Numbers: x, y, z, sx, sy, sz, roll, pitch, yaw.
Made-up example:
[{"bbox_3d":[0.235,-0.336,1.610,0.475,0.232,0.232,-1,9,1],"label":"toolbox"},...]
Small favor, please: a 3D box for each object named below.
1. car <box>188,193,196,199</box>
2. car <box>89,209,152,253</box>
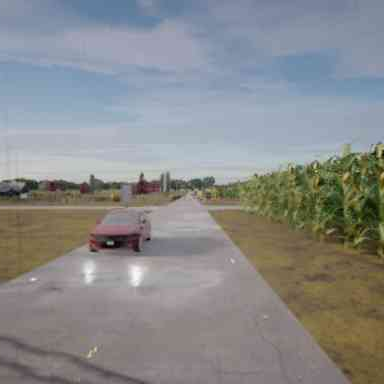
[{"bbox_3d":[-0.020,1.351,92.207,2.150,2.045,5.566,0,0,0],"label":"car"},{"bbox_3d":[-2.852,1.519,14.131,1.882,1.535,5.008,0,0,0],"label":"car"}]
